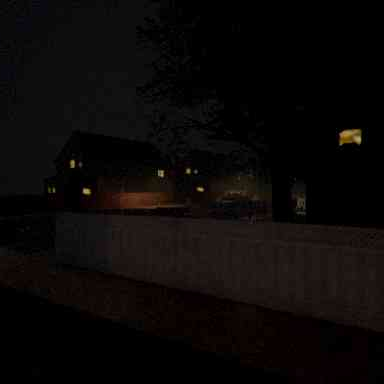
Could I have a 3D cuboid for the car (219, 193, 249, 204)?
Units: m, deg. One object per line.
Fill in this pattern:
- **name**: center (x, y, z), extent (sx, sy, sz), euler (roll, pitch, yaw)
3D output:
- **car**: center (4.861, 0.915, 38.270), extent (2.128, 1.511, 4.902), euler (2, 2, 35)
